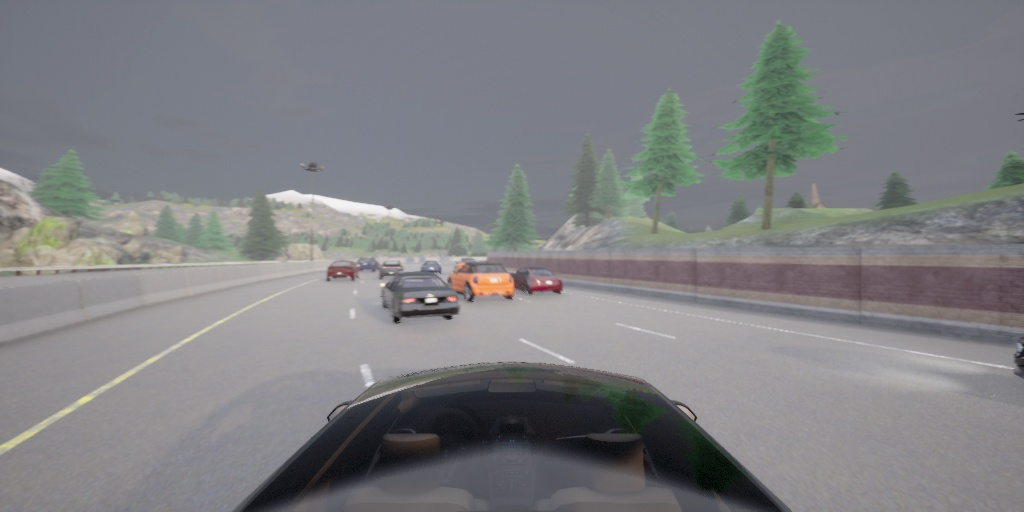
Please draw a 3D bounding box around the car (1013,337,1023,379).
[{"bbox_3d":[9.069,1.345,3.614,1.812,1.442,4.674,0,0,-31],"label":"car"}]

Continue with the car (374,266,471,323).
[{"bbox_3d":[-3.272,1.248,12.111,2.033,1.411,5.357,0,0,-25],"label":"car"}]

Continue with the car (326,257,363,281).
[{"bbox_3d":[-12.918,1.066,27.606,1.882,1.535,5.008,0,0,-18],"label":"car"}]

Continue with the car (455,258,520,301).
[{"bbox_3d":[-1.627,1.055,17.149,2.097,1.767,4.553,0,0,-24],"label":"car"}]

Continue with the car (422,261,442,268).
[{"bbox_3d":[-8.345,1.169,37.076,1.994,1.385,4.181,0,0,-14],"label":"car"}]

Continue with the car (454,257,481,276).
[{"bbox_3d":[-4.610,0.987,36.635,2.097,1.767,4.553,0,0,-15],"label":"car"}]

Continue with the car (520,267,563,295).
[{"bbox_3d":[1.071,1.283,19.758,1.994,1.385,4.181,0,0,-23],"label":"car"}]

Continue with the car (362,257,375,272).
[{"bbox_3d":[-16.367,0.883,40.868,2.097,1.767,4.553,0,0,-12],"label":"car"}]

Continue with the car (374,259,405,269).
[{"bbox_3d":[-10.055,1.098,30.106,2.128,1.511,4.902,0,0,-17],"label":"car"}]
